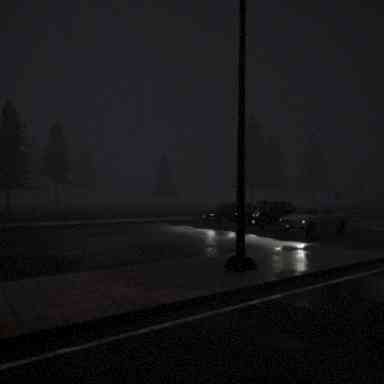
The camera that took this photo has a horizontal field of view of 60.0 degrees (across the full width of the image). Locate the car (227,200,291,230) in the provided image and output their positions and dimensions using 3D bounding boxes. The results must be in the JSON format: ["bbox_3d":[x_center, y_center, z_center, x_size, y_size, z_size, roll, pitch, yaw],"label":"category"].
[{"bbox_3d":[4.854,1.335,21.416,4.553,1.767,2.097,1,0,-35],"label":"car"}]

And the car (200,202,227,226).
[{"bbox_3d":[2.814,1.479,24.261,4.892,1.490,1.837,1,0,-35],"label":"car"}]

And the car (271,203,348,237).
[{"bbox_3d":[6.842,1.503,18.536,4.674,1.442,1.812,1,0,-35],"label":"car"}]
